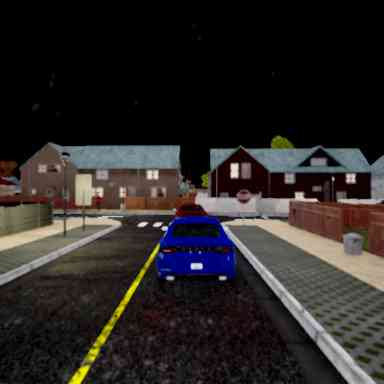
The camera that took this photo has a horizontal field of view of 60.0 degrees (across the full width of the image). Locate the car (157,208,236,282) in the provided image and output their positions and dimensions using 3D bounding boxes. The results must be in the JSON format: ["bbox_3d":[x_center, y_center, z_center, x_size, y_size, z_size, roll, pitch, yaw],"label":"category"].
[{"bbox_3d":[0.102,1.463,9.738,1.882,1.535,5.008,0,0,0],"label":"car"}]

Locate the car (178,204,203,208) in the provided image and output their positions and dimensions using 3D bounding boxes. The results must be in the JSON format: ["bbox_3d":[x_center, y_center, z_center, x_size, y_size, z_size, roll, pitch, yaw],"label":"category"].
[{"bbox_3d":[-0.131,1.446,20.581,1.882,1.535,5.008,0,0,-4],"label":"car"}]

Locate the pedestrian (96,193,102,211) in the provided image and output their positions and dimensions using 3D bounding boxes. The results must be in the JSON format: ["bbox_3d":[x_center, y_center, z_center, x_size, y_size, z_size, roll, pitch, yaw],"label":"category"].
[{"bbox_3d":[-9.344,1.003,33.294,0.375,1.860,0.375,0,0,1],"label":"pedestrian"}]

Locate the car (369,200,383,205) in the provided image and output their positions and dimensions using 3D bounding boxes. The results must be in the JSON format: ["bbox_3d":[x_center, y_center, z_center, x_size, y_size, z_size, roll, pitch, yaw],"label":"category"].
[{"bbox_3d":[18.401,1.367,29.739,5.566,2.045,2.150,1,0,1],"label":"car"}]
